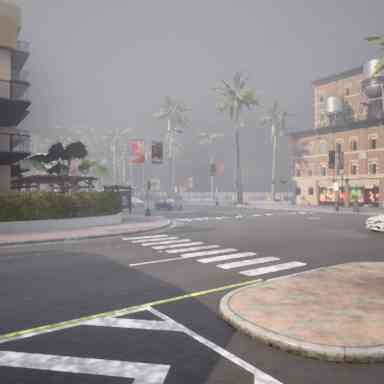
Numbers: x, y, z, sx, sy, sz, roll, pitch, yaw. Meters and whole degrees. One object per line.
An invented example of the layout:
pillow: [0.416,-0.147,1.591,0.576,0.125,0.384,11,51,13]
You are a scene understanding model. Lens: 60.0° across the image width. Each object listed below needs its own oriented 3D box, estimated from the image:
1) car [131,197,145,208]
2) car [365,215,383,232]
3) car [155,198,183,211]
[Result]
car: [-8.815,1.525,49.846,1.812,1.442,4.674,0,0,-35]
car: [11.815,1.525,17.697,4.674,1.442,1.812,0,-1,7]
car: [-3.007,1.525,41.544,1.812,1.442,4.674,0,0,-35]
